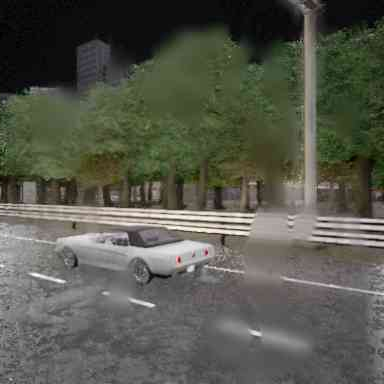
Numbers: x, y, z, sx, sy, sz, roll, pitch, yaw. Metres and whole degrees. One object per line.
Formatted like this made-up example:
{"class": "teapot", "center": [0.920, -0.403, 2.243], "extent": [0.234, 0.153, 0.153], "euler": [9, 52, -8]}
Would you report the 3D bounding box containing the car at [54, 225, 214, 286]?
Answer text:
{"class": "car", "center": [-1.836, 1.602, 9.477], "extent": [4.718, 1.301, 1.895], "euler": [0, 0, 35]}
